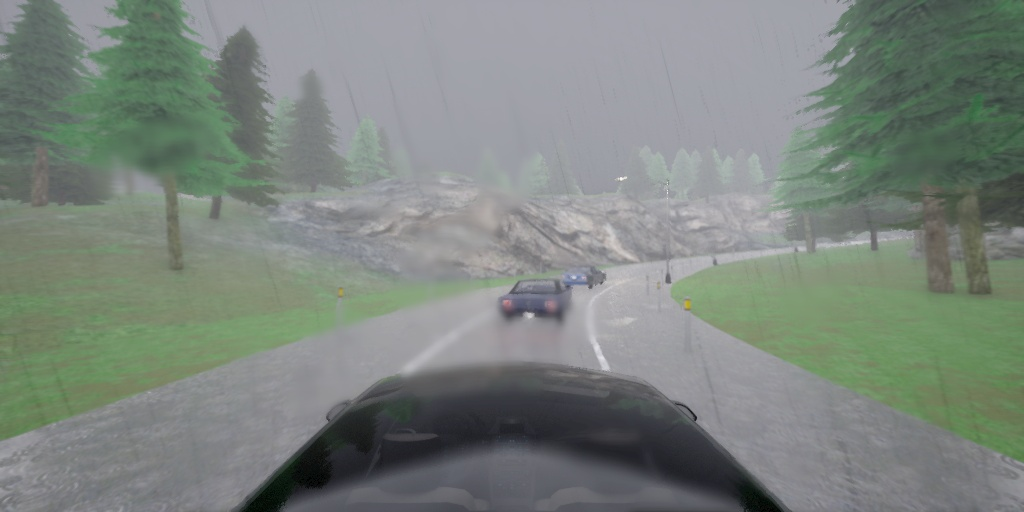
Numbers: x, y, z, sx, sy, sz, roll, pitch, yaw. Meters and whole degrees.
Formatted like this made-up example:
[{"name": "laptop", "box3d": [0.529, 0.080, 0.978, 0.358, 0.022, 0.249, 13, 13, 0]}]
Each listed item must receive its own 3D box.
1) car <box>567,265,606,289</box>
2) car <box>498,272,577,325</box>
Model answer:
[{"name": "car", "box3d": [4.808, 1.294, 23.670, 2.033, 1.411, 5.357, 0, 1, 26]}, {"name": "car", "box3d": [1.036, 1.406, 12.259, 1.895, 1.301, 4.718, 0, 0, 14]}]
